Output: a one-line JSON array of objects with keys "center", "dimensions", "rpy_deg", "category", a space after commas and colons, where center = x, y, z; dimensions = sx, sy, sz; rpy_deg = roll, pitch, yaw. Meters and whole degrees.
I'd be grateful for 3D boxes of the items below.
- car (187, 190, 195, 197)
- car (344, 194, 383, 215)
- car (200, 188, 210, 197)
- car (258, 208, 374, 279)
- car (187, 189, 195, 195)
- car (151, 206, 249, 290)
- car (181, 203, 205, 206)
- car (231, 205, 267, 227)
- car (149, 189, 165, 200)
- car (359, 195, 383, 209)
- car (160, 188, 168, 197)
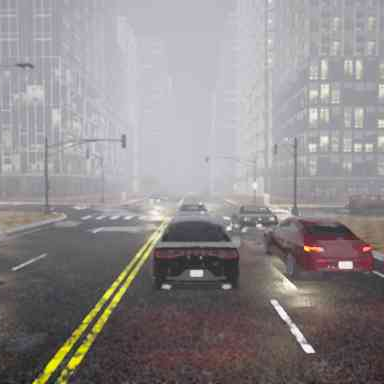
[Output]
[{"center": [-0.173, 0.337, 80.104], "dimensions": [1.882, 1.535, 5.008], "rpy_deg": [0, 1, 0], "category": "car"}, {"center": [16.138, 1.128, 29.355], "dimensions": [5.009, 1.841, 2.192], "rpy_deg": [1, 1, 1], "category": "car"}, {"center": [3.078, 0.083, 80.137], "dimensions": [2.150, 2.045, 5.566], "rpy_deg": [0, 1, 0], "category": "car"}, {"center": [3.331, 1.394, 9.511], "dimensions": [1.812, 1.442, 4.674], "rpy_deg": [0, 1, 0], "category": "car"}, {"center": [-0.196, 0.071, 90.519], "dimensions": [2.128, 1.511, 4.902], "rpy_deg": [0, 1, 0], "category": "car"}, {"center": [0.078, 1.356, 8.748], "dimensions": [1.882, 1.535, 5.008], "rpy_deg": [0, 1, 0], "category": "car"}, {"center": [0.059, 1.291, 18.569], "dimensions": [2.033, 1.411, 5.357], "rpy_deg": [0, 1, 0], "category": "car"}, {"center": [3.310, 1.343, 18.629], "dimensions": [1.895, 1.301, 4.718], "rpy_deg": [0, 1, 0], "category": "car"}, {"center": [-6.677, 0.707, 61.195], "dimensions": [1.994, 1.385, 4.181], "rpy_deg": [0, 1, 0], "category": "car"}, {"center": [21.729, 1.141, 37.655], "dimensions": [4.829, 1.417, 1.752], "rpy_deg": [1, 1, 1], "category": "car"}, {"center": [-6.665, 0.147, 76.458], "dimensions": [2.150, 2.045, 5.566], "rpy_deg": [0, 1, 0], "category": "car"}]
